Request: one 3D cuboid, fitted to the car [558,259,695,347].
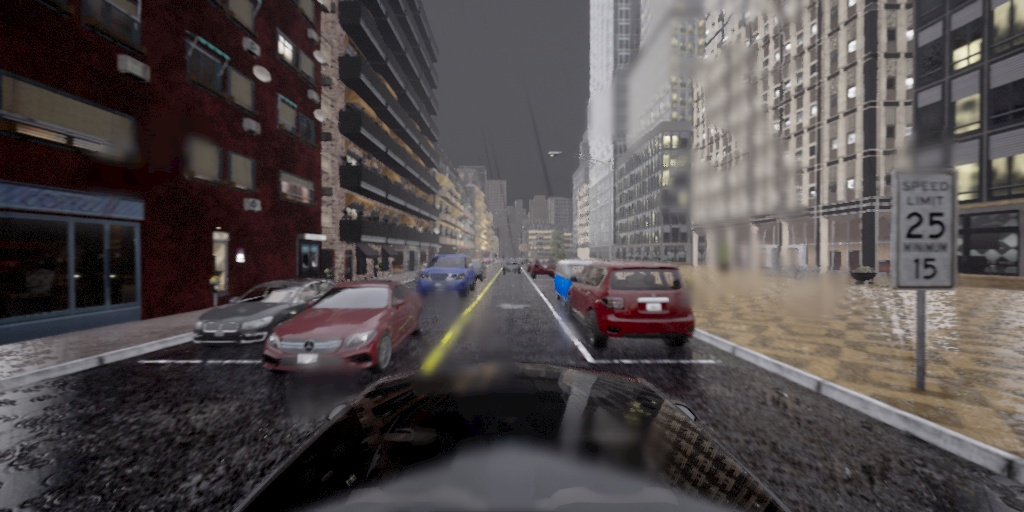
[{"bbox_3d":[2.684,1.038,9.166,2.192,1.841,5.009,0,0,0],"label":"car"}]

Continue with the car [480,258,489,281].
[{"bbox_3d":[-3.103,1.167,28.723,1.837,1.490,4.892,0,0,0],"label":"car"}]

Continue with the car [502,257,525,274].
[{"bbox_3d":[-0.020,1.129,38.322,2.128,1.511,4.902,0,0,0],"label":"car"}]

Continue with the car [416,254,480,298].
[{"bbox_3d":[-3.108,0.916,18.246,2.150,2.045,5.566,0,0,0],"label":"car"}]

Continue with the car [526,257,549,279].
[{"bbox_3d":[2.672,0.969,31.271,2.192,1.841,5.009,0,0,0],"label":"car"}]

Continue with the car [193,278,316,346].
[{"bbox_3d":[-5.695,1.275,9.161,2.007,1.370,4.403,0,0,0],"label":"car"}]

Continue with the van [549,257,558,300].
[{"bbox_3d":[2.681,1.045,14.692,1.690,1.789,3.998,0,0,0],"label":"van"}]

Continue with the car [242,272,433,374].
[{"bbox_3d":[-3.109,1.255,7.651,1.812,1.442,4.674,0,0,-2],"label":"car"}]
